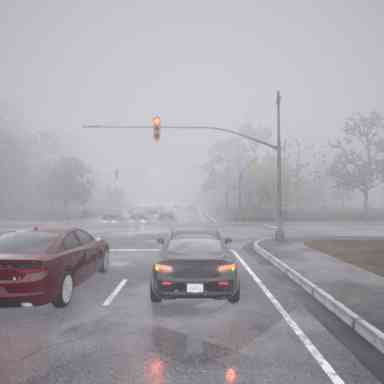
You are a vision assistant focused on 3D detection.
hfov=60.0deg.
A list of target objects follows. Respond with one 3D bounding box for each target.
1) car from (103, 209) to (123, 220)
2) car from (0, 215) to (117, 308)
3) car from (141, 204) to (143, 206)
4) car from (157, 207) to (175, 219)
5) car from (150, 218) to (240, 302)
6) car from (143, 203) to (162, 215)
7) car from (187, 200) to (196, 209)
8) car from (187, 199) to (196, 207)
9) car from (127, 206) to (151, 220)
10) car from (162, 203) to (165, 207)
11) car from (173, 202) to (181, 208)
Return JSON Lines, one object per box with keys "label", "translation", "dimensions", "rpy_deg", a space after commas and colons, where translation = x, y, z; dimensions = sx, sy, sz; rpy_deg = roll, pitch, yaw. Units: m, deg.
{"label": "car", "translation": [-10.692, 3.042, 45.295], "dimensions": [2.033, 1.411, 5.357], "rpy_deg": [0, -2, 0]}
{"label": "car", "translation": [-3.433, 1.555, 8.141], "dimensions": [1.882, 1.535, 5.008], "rpy_deg": [0, -1, 0]}
{"label": "car", "translation": [-10.676, 3.352, 61.923], "dimensions": [2.033, 1.411, 5.357], "rpy_deg": [0, 0, 0]}
{"label": "car", "translation": [-3.491, 3.153, 47.148], "dimensions": [1.895, 1.301, 4.718], "rpy_deg": [0, -2, 0]}
{"label": "car", "translation": [0.064, 1.605, 8.286], "dimensions": [1.812, 1.442, 4.674], "rpy_deg": [0, -1, 0]}
{"label": "car", "translation": [-7.185, 3.274, 60.522], "dimensions": [1.882, 1.535, 5.008], "rpy_deg": [0, -1, 0]}
{"label": "car", "translation": [-0.153, 3.294, 77.298], "dimensions": [1.994, 1.385, 4.181], "rpy_deg": [0, 0, 0]}
{"label": "car", "translation": [-0.265, 2.882, 87.033], "dimensions": [2.097, 1.767, 4.553], "rpy_deg": [0, 0, -4]}
{"label": "car", "translation": [-7.181, 3.023, 45.381], "dimensions": [1.812, 1.442, 4.674], "rpy_deg": [0, -2, 0]}
{"label": "car", "translation": [-7.150, 3.234, 76.049], "dimensions": [1.882, 1.535, 5.008], "rpy_deg": [0, 0, 0]}
{"label": "car", "translation": [-3.688, 3.240, 82.742], "dimensions": [1.812, 1.442, 4.674], "rpy_deg": [0, 0, -1]}
